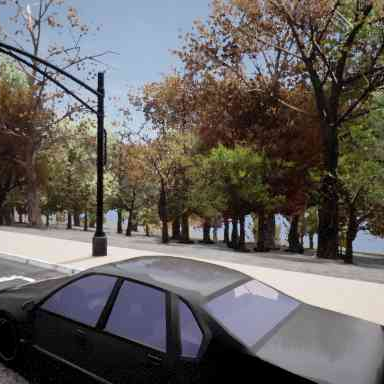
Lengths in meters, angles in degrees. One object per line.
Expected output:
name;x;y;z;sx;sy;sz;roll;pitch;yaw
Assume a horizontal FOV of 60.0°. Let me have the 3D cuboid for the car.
car;-0.545;1.547;4.067;5.357;1.411;2.033;0;0;35
